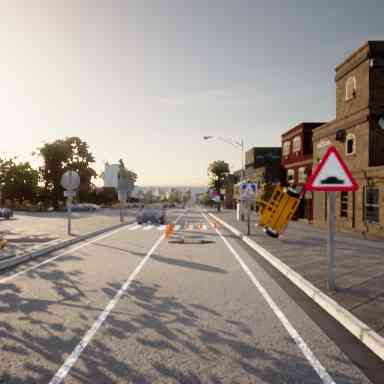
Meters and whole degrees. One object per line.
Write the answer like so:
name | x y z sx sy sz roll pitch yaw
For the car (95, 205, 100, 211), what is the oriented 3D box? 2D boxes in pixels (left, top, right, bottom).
car | -21.778 3.132 66.974 5.008 1.535 2.097 0 -2 0

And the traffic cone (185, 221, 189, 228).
traffic cone | -0.354 2.305 23.806 0.340 0.580 0.340 0 -2 0

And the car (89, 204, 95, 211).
car | -21.781 3.031 63.702 4.892 1.521 2.231 0 -2 0

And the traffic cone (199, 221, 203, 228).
traffic cone | 0.645 2.305 23.804 0.340 0.580 0.340 0 -2 0

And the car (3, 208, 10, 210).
car | -21.939 2.046 36.108 4.553 1.767 2.185 0 -2 0

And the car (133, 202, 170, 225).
car | -3.307 1.803 28.114 2.097 1.767 4.553 0 -1 0

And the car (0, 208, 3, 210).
car | -21.880 2.115 32.934 4.674 1.452 2.002 0 -2 0

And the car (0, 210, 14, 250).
car | -9.365 1.558 11.553 5.366 1.575 1.946 0 -1 0

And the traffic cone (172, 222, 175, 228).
traffic cone | -1.360 2.198 19.807 0.340 0.580 0.340 0 -1 0

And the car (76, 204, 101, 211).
car | -21.756 3.270 70.120 4.674 1.452 2.002 0 -2 0

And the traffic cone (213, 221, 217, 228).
traffic cone | 1.644 2.305 23.803 0.340 0.580 0.340 0 -2 0

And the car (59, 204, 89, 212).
car | -21.798 2.968 60.426 4.674 1.452 2.002 0 -2 0

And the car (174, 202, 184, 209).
car | -2.987 3.858 89.155 2.128 1.511 4.902 0 -2 0

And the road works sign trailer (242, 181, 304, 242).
road works sign trailer | 4.244 0.581 16.464 2.880 2.380 3.560 33 17 31
